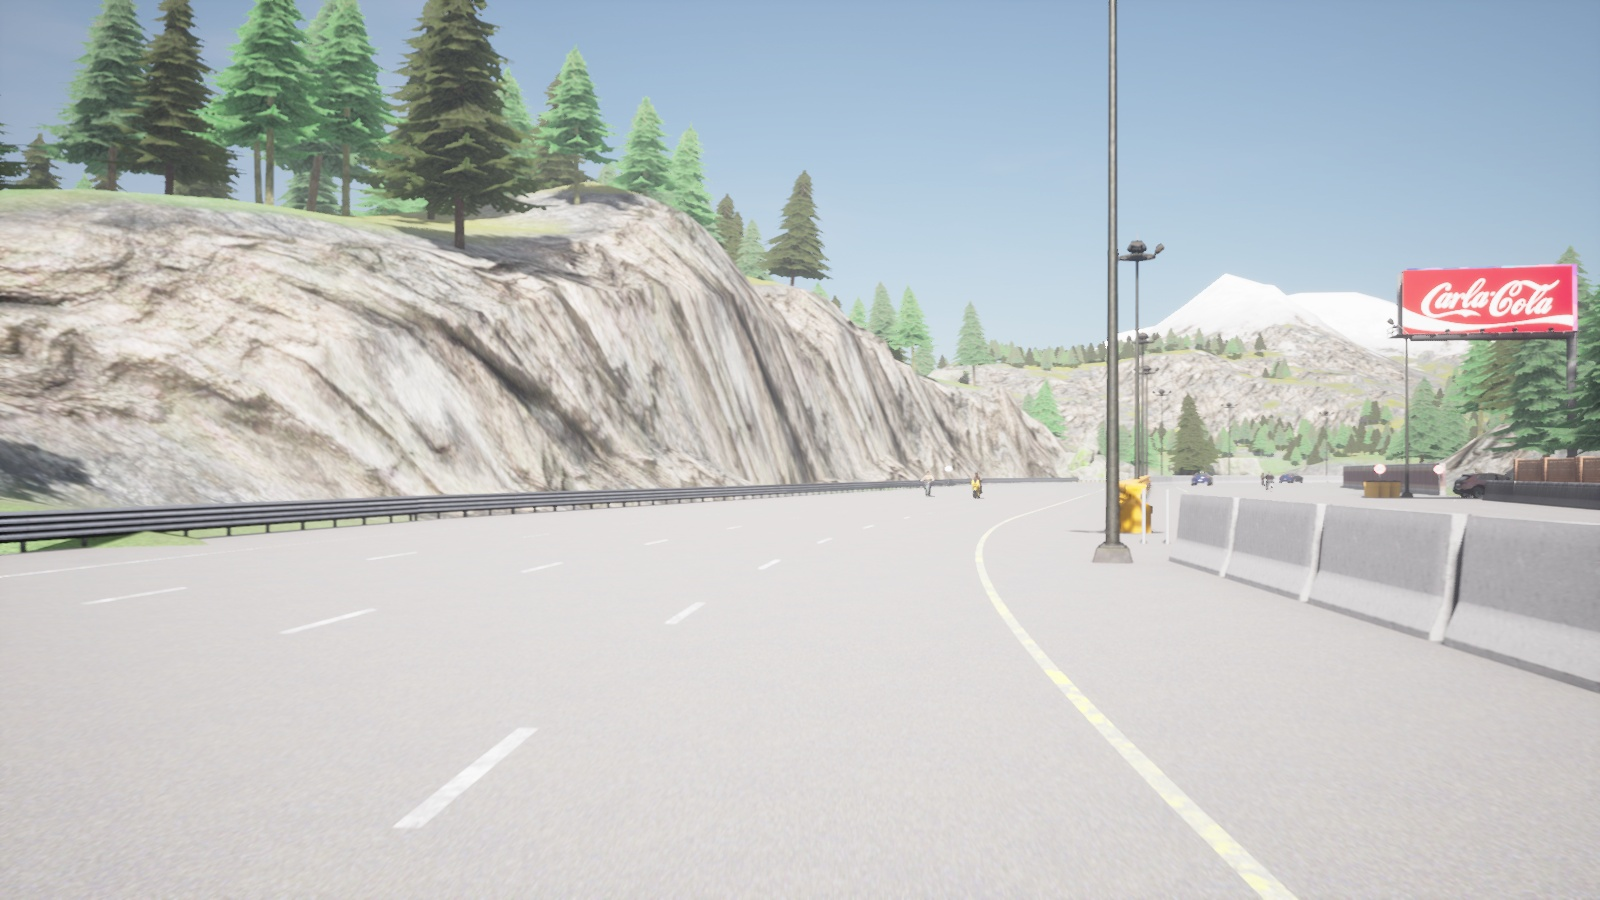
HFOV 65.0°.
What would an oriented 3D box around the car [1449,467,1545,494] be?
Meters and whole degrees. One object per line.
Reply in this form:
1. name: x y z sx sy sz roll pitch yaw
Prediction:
1. car: 44.019 1.908 79.404 4.856 1.649 2.033 -1 -1 4
